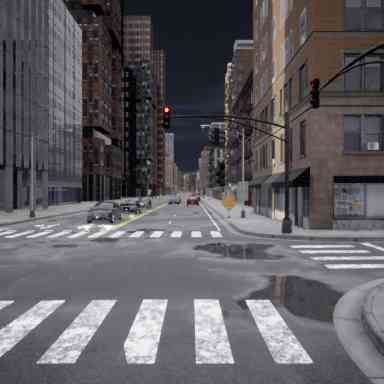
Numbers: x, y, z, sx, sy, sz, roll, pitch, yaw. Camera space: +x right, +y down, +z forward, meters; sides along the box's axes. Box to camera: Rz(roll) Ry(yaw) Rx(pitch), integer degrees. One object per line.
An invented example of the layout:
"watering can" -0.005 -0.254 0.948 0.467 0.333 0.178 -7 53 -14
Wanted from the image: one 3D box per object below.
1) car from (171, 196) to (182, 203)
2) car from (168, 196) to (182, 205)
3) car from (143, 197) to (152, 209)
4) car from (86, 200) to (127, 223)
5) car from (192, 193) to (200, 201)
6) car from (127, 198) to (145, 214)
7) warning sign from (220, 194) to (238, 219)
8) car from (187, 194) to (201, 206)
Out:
"car" -3.142 1.573 69.676 2.033 1.411 5.357 0 0 0
"car" -3.140 1.619 59.418 1.895 1.301 4.718 0 0 0
"car" -6.581 1.502 45.387 2.128 1.511 4.902 0 0 0
"car" -6.595 1.507 25.490 1.837 1.490 4.892 0 0 0
"car" 0.990 1.268 85.720 2.150 2.045 5.566 0 0 0
"car" -6.596 1.570 35.413 1.994 1.385 4.181 0 0 0
"warning sign" 2.858 1.118 25.685 1.300 1.860 1.060 0 0 0
"car" 0.110 1.493 54.877 1.882 1.535 5.008 0 0 0
